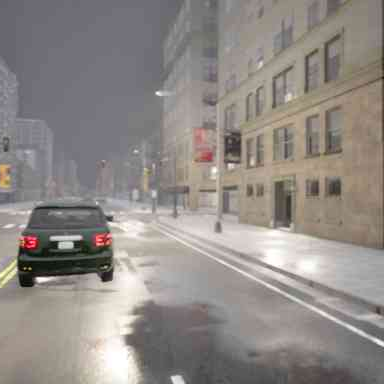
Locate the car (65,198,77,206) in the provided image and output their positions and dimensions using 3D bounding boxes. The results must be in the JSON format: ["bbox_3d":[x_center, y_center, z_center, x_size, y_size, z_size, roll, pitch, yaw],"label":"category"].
[{"bbox_3d":[-24.869,2.089,68.453,2.128,1.511,4.902,1,-1,-17],"label":"car"}]

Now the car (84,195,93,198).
[{"bbox_3d":[-23.846,1.870,76.264,2.150,2.045,5.566,1,-1,-17],"label":"car"}]

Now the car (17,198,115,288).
[{"bbox_3d":[-3.491,1.296,9.750,2.150,2.045,5.566,1,-1,-17],"label":"car"}]

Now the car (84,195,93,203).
[{"bbox_3d":[-26.880,1.824,86.233,2.150,2.045,5.566,1,-1,-17],"label":"car"}]

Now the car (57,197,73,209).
[{"bbox_3d":[-20.588,1.795,54.171,2.097,1.767,4.553,1,-1,-16],"label":"car"}]

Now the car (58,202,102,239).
[{"bbox_3d":[-6.393,1.513,19.193,2.097,1.767,4.553,1,-1,-18],"label":"car"}]

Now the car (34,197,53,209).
[{"bbox_3d":[-23.695,1.766,53.225,2.097,1.767,4.553,1,-1,-16],"label":"car"}]

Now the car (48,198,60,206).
[{"bbox_3d":[-28.062,2.037,67.784,1.837,1.490,4.892,1,-1,-17],"label":"car"}]

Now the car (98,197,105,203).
[{"bbox_3d":[-23.764,2.152,87.147,1.812,1.442,4.674,1,-1,-17],"label":"car"}]
